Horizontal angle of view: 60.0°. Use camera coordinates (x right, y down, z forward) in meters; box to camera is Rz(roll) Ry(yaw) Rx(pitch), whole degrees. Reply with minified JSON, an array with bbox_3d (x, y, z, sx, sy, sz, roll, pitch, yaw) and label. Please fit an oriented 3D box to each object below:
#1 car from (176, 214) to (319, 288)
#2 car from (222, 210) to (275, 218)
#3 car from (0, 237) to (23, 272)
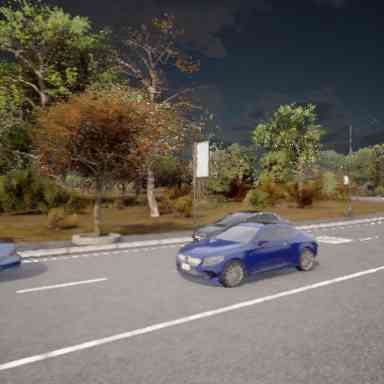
[{"bbox_3d":[1.747,1.581,9.535,4.674,1.442,1.812,0,0,-35],"label":"car"},{"bbox_3d":[2.266,1.571,14.197,4.892,1.490,1.837,0,0,-35],"label":"car"},{"bbox_3d":[-6.934,1.531,7.646,5.357,1.411,2.033,1,0,-36],"label":"car"}]
